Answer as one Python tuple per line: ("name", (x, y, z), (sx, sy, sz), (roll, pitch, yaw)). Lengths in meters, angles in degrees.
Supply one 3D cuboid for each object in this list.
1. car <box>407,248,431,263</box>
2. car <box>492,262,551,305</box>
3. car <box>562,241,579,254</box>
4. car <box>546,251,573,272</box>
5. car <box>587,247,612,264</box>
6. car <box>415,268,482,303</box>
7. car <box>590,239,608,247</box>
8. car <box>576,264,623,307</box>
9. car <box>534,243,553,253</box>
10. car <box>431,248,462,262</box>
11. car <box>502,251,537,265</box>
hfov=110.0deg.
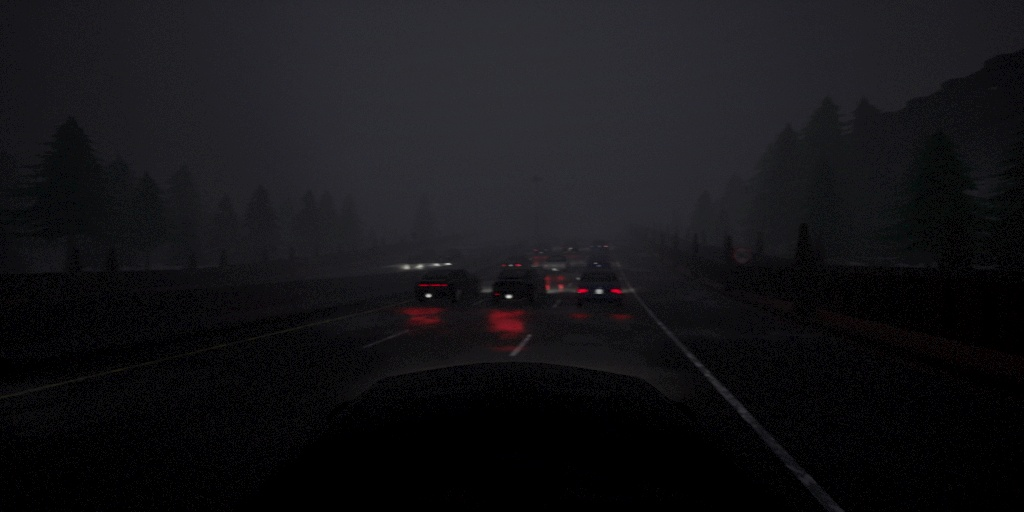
("car", (-10.962, -0.172, 43.817), (1.882, 1.535, 5.008), (-1, 6, 14))
("car", (0.446, 1.293, 16.684), (1.837, 1.490, 4.892), (-1, 1, 14))
("car", (7.481, -1.157, 45.530), (1.882, 1.535, 5.008), (-1, 7, 14))
("car", (3.934, 0.606, 31.012), (1.895, 1.301, 4.718), (-1, 5, 14))
("car", (7.414, 0.403, 30.499), (1.882, 1.535, 5.008), (-1, 5, 14))
("car", (-2.956, 1.343, 17.506), (1.837, 1.490, 4.892), (-1, 1, 14))
("car", (10.867, -1.330, 44.654), (2.097, 1.767, 4.553), (-1, 7, 14))
("car", (3.775, 1.288, 15.571), (2.033, 1.411, 5.357), (-1, 1, 14))
("car", (4.095, -0.989, 46.411), (1.895, 1.301, 4.718), (-1, 7, 14))
("car", (-7.543, -0.183, 43.058), (1.812, 1.442, 4.674), (-1, 6, 14))
("car", (0.505, 0.613, 31.729), (2.033, 1.411, 5.357), (-1, 5, 14))
